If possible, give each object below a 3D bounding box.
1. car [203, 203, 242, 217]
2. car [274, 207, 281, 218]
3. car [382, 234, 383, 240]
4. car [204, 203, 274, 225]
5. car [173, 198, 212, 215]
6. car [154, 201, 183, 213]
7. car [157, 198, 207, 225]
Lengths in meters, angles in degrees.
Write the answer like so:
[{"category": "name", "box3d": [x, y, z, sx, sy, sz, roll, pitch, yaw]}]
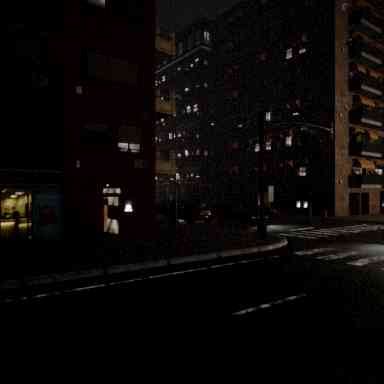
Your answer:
[{"category": "car", "box3d": [3.310, 1.899, 36.639, 1.947, 1.339, 4.313, -1, 0, -36]}, {"category": "car", "box3d": [6.605, 1.844, 32.151, 1.802, 1.307, 4.206, -1, 0, -36]}, {"category": "car", "box3d": [10.957, 1.613, 15.429, 5.357, 1.411, 2.033, 0, -1, -35]}, {"category": "car", "box3d": [3.580, 1.779, 26.346, 2.033, 1.411, 5.357, 0, -1, -34]}, {"category": "car", "box3d": [0.010, 1.718, 41.128, 2.192, 1.841, 5.009, -1, 0, -36]}, {"category": "car", "box3d": [-3.280, 2.025, 45.615, 2.008, 1.369, 4.403, -1, 0, -36]}, {"category": "car", "box3d": [-0.390, 1.586, 27.061, 2.192, 1.841, 5.009, -1, 0, -36]}]
